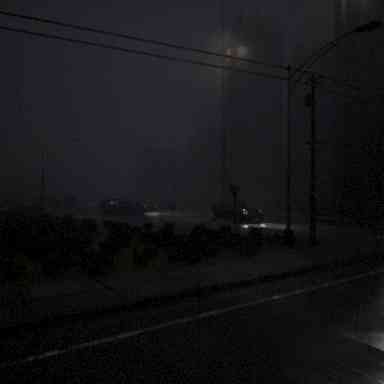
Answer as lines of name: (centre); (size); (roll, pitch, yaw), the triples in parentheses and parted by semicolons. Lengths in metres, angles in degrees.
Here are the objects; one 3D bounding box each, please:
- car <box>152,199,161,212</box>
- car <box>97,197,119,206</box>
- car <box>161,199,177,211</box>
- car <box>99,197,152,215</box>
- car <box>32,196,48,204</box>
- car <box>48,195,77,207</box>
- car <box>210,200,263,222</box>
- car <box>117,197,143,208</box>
car: (-5.999, 1.699, 39.879); (1.895, 1.301, 4.718); (0, 0, -35)
car: (-15.031, 1.607, 59.099); (2.128, 1.511, 4.902); (0, 0, -35)
car: (-3.807, 1.597, 43.194); (1.882, 1.535, 5.008); (0, 0, -35)
car: (-6.937, 1.555, 34.019); (4.611, 1.667, 2.242); (0, 0, -34)
car: (-28.796, 1.572, 64.727); (4.193, 1.474, 1.816); (0, 0, -34)
car: (-20.675, 1.385, 53.949); (3.866, 1.878, 1.905); (0, 0, -34)
car: (3.460, 1.453, 26.315); (2.097, 1.767, 4.553); (0, 0, -35)
car: (-9.598, 1.609, 51.445); (2.128, 1.511, 4.902); (0, 0, -35)
